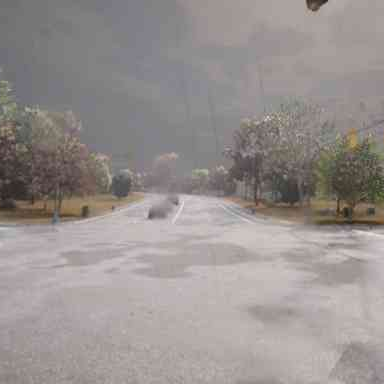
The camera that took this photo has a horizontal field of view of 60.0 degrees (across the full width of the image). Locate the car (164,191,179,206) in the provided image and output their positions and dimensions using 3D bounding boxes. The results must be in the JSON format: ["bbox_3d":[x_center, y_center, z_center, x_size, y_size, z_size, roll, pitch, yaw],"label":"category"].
[{"bbox_3d":[-3.507,1.400,60.382,2.150,2.045,5.566,0,3,1],"label":"car"}]

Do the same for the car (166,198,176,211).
[{"bbox_3d":[-3.575,2.008,46.301,1.837,1.490,4.892,0,1,0],"label":"car"}]

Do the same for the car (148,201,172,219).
[{"bbox_3d":[-3.589,2.084,36.127,2.033,1.411,5.357,0,0,0],"label":"car"}]
